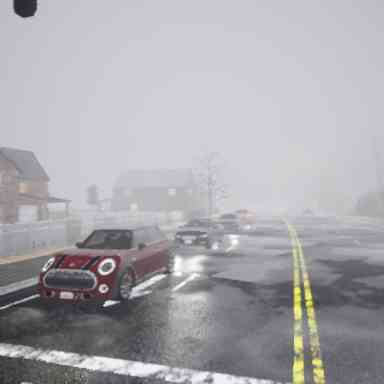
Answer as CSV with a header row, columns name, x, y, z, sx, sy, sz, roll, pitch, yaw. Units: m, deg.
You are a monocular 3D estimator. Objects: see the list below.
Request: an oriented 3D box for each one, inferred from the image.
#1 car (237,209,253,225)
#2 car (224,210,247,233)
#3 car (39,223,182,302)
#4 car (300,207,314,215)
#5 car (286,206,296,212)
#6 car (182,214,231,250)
name,x,y,z,sx,sy,sz,roll,pitch,yaw
car,5.704,2.686,37.386,2.097,1.767,4.553,-2,-2,14
car,3.172,2.520,27.732,1.837,1.490,4.892,-2,-2,15
car,-2.118,1.770,9.532,2.097,1.767,4.553,-2,-2,17
car,20.967,3.468,60.652,1.812,1.442,4.674,-1,-2,12
car,24.792,4.239,83.547,2.128,1.511,4.902,-1,-2,9
car,0.518,2.195,18.281,2.128,1.511,4.902,-2,-2,16
